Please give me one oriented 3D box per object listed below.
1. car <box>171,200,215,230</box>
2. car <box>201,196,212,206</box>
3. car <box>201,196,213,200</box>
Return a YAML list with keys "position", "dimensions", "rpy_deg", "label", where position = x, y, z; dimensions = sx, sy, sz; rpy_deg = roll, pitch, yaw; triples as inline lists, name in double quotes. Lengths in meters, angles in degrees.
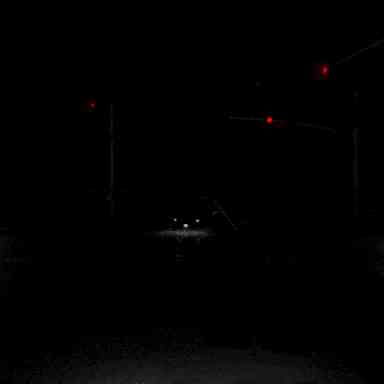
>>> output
- position: [0.217, 1.487, 21.345]
  dimensions: [2.033, 1.411, 5.357]
  rpy_deg: [0, 0, 12]
  label: "car"
- position: [2.415, 1.416, 54.834]
  dimensions: [1.812, 1.442, 4.674]
  rpy_deg: [0, 0, 3]
  label: "car"
- position: [1.626, 1.477, 38.200]
  dimensions: [1.994, 1.385, 4.181]
  rpy_deg: [0, 0, 3]
  label: "car"
